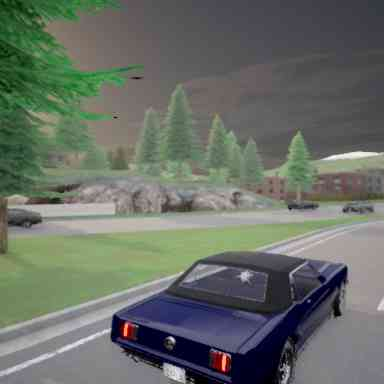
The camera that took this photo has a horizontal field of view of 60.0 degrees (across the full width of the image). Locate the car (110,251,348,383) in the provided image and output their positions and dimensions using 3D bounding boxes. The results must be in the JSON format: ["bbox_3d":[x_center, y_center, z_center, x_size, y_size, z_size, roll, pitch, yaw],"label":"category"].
[{"bbox_3d":[1.109,1.627,5.322,1.895,1.301,4.718,-1,0,36],"label":"car"}]

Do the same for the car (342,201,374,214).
[{"bbox_3d":[18.087,1.620,36.183,4.181,1.385,1.994,0,-1,-40],"label":"car"}]

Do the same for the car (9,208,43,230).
[{"bbox_3d":[-12.432,1.783,22.094,4.674,1.442,1.812,-1,0,-25],"label":"car"}]

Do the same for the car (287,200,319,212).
[{"bbox_3d":[13.995,1.733,41.879,4.718,1.301,1.895,0,0,-40],"label":"car"}]
